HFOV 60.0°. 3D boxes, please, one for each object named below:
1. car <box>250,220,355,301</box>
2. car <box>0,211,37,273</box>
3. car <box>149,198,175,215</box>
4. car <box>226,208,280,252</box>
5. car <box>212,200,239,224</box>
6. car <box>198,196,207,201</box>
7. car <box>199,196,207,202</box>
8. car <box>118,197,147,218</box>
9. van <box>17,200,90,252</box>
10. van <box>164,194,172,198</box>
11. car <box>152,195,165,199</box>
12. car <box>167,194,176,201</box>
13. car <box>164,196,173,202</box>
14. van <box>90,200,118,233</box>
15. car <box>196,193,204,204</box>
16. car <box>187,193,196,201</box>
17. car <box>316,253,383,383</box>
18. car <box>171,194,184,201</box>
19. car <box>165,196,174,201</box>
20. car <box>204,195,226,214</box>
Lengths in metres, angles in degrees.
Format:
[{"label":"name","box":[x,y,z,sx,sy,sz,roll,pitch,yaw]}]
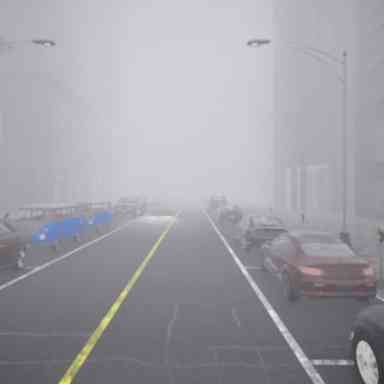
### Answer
[{"label":"car","box":[2.759,1.591,8.034,1.802,1.307,4.206,0,0,0]},{"label":"car","box":[-5.766,1.448,8.016,1.967,1.590,4.097,0,0,0]},{"label":"car","box":[-3.105,1.647,34.786,1.895,1.301,4.718,0,0,0]},{"label":"car","box":[2.758,1.567,13.670,2.008,1.369,4.403,0,0,0]},{"label":"car","box":[2.755,1.576,24.942,1.887,1.381,4.507,0,0,0]},{"label":"car","box":[2.743,1.706,86.941,2.008,1.369,4.403,0,0,0]},{"label":"car","box":[2.744,1.668,81.475,1.752,1.417,4.829,0,0,0]},{"label":"car","box":[-5.771,1.354,30.562,2.192,1.841,5.009,0,0,0]},{"label":"van","box":[-5.768,1.356,13.653,1.690,1.788,3.998,0,0,0]},{"label":"van","box":[-5.781,1.470,75.656,1.690,1.788,3.998,0,0,0]},{"label":"car","box":[-5.776,1.624,53.108,1.887,1.381,4.507,0,0,0]},{"label":"car","box":[-5.784,1.483,92.565,2.192,1.841,5.009,0,0,0]},{"label":"car","box":[-5.781,1.708,81.292,1.947,1.339,4.313,0,0,0]},{"label":"van","box":[-5.769,1.364,19.289,1.690,1.788,3.998,0,0,0]},{"label":"car","box":[2.374,1.460,65.681,2.097,1.767,4.553,0,0,0]},{"label":"car","box":[-0.017,1.241,83.004,2.150,2.045,5.566,0,0,0]},{"label":"car","box":[2.760,1.554,2.397,2.008,1.369,4.403,0,0,0]},{"label":"car","box":[-3.015,1.401,75.333,1.994,1.385,4.181,0,0,0]},{"label":"car","box":[-5.782,1.721,86.929,1.947,1.339,4.313,0,0,0]},{"label":"car","box":[2.752,1.364,36.215,2.192,1.841,5.009,0,0,0]}]
